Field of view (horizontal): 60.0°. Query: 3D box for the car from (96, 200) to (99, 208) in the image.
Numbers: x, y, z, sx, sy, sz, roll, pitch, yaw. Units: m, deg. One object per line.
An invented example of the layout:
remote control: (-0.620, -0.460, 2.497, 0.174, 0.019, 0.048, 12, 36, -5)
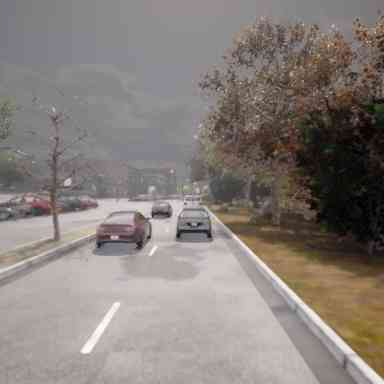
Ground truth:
car: (-16.647, 1.674, 51.062, 4.553, 1.767, 2.185, -1, 0, -19)

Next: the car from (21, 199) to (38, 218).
car: (-16.831, 1.652, 29.994, 4.792, 1.488, 2.163, -1, 0, -20)

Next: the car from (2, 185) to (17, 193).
car: (-43.232, -0.529, 79.850, 2.231, 1.521, 4.892, 6, -3, -19)

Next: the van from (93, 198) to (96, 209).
van: (-16.621, 1.547, 48.085, 4.442, 1.987, 1.878, -1, -1, -19)

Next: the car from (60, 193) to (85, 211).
car: (-16.807, 1.472, 42.013, 5.566, 2.045, 2.435, -1, 0, -20)

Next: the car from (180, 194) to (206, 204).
car: (0.102, 1.411, 37.045, 2.150, 2.045, 5.566, 0, -1, 0)

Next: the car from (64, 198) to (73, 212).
car: (-16.785, 1.737, 39.015, 4.674, 1.452, 2.002, -1, 0, -20)

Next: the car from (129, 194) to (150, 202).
car: (-14.483, 1.884, 88.869, 4.792, 1.488, 2.163, -1, 0, -15)

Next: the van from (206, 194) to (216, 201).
van: (4.243, 1.587, 91.475, 4.442, 1.987, 1.878, 1, 0, -14)

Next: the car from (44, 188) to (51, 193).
car: (-34.194, 0.038, 79.800, 2.435, 2.045, 5.566, 6, -3, -19)

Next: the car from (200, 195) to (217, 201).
car: (4.625, 1.705, 94.444, 4.553, 1.767, 2.185, 1, -1, -14)

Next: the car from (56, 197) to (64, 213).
car: (-16.973, 1.671, 35.948, 5.366, 1.575, 1.946, -1, 0, -20)

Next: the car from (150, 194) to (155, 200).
car: (-13.840, 1.861, 91.862, 5.366, 1.575, 1.946, -1, -1, -15)

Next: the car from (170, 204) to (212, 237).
car: (0.095, 1.600, 18.321, 2.033, 1.411, 5.357, 0, 0, 0)

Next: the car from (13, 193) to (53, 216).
car: (-16.832, 1.396, 33.000, 5.566, 2.045, 2.435, -1, 0, -20)

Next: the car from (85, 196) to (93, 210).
car: (-16.735, 1.497, 45.049, 5.566, 2.045, 2.435, -1, -1, -20)

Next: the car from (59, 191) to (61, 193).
car: (-31.199, 0.600, 79.737, 2.002, 1.452, 4.674, 6, -3, -19)

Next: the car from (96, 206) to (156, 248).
car: (-2.904, 1.561, 14.795, 1.812, 1.442, 4.674, 0, 0, 0)

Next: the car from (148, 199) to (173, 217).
car: (-2.907, 1.700, 32.601, 2.033, 1.411, 5.357, 0, 0, 0)

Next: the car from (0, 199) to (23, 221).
car: (-16.814, 1.601, 27.010, 4.892, 1.521, 2.231, -1, -1, -20)

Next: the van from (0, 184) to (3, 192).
van: (-46.177, -1.028, 79.792, 1.878, 1.987, 4.442, 7, -3, -19)
